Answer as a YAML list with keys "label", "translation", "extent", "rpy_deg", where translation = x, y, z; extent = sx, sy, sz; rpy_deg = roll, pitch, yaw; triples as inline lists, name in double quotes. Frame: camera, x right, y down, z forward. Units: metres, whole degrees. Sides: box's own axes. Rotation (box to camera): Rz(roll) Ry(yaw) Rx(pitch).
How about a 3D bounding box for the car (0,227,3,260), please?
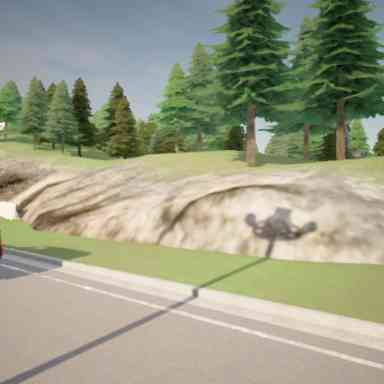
- label: "car"
  translation: [-7.521, 1.207, 9.492]
  extent: [5.566, 2.045, 2.150]
  rpy_deg: [0, 0, 37]
